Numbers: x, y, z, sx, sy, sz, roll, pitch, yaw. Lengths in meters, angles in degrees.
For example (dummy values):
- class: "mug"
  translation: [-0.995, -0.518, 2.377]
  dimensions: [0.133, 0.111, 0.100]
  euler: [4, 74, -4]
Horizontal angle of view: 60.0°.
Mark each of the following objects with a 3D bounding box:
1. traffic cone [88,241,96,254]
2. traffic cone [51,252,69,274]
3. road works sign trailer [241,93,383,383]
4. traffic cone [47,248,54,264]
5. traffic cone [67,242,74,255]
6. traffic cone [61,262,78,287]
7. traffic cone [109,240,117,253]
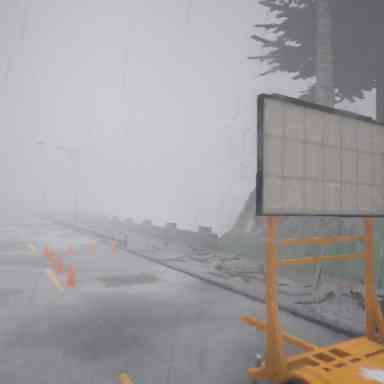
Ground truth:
- class: "traffic cone"
  translation: [-4.679, 2.602, 15.601]
  dimensions: [0.340, 0.580, 0.340]
  euler: [3, -3, -30]
- class: "traffic cone"
  translation: [-4.413, 2.398, 11.141]
  dimensions: [0.340, 0.580, 0.340]
  euler: [3, -3, -30]
- class: "road works sign trailer"
  translation: [1.587, 0.714, 4.266]
  dimensions: [2.380, 3.560, 2.880]
  euler: [3, -3, -30]
- class: "traffic cone"
  translation: [-5.412, 2.458, 12.873]
  dimensions: [0.340, 0.580, 0.340]
  euler: [3, -3, -30]
- class: "traffic cone"
  translation: [-5.545, 2.560, 15.103]
  dimensions: [0.340, 0.580, 0.340]
  euler: [3, -3, -30]
- class: "traffic cone"
  translation: [-3.414, 2.339, 9.410]
  dimensions: [0.340, 0.580, 0.340]
  euler: [3, -3, -30]
- class: "traffic cone"
  translation: [-3.813, 2.644, 16.099]
  dimensions: [0.340, 0.580, 0.340]
  euler: [3, -3, -30]
